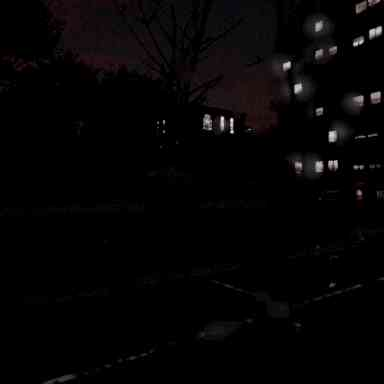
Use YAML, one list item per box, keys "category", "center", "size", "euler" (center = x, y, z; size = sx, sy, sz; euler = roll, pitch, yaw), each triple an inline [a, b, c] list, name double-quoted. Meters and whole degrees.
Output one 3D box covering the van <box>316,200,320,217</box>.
- category: "van"
  center: [10.523, 1.639, 32.616]
  size: [1.690, 1.788, 3.998]
  euler: [-1, 0, -36]
